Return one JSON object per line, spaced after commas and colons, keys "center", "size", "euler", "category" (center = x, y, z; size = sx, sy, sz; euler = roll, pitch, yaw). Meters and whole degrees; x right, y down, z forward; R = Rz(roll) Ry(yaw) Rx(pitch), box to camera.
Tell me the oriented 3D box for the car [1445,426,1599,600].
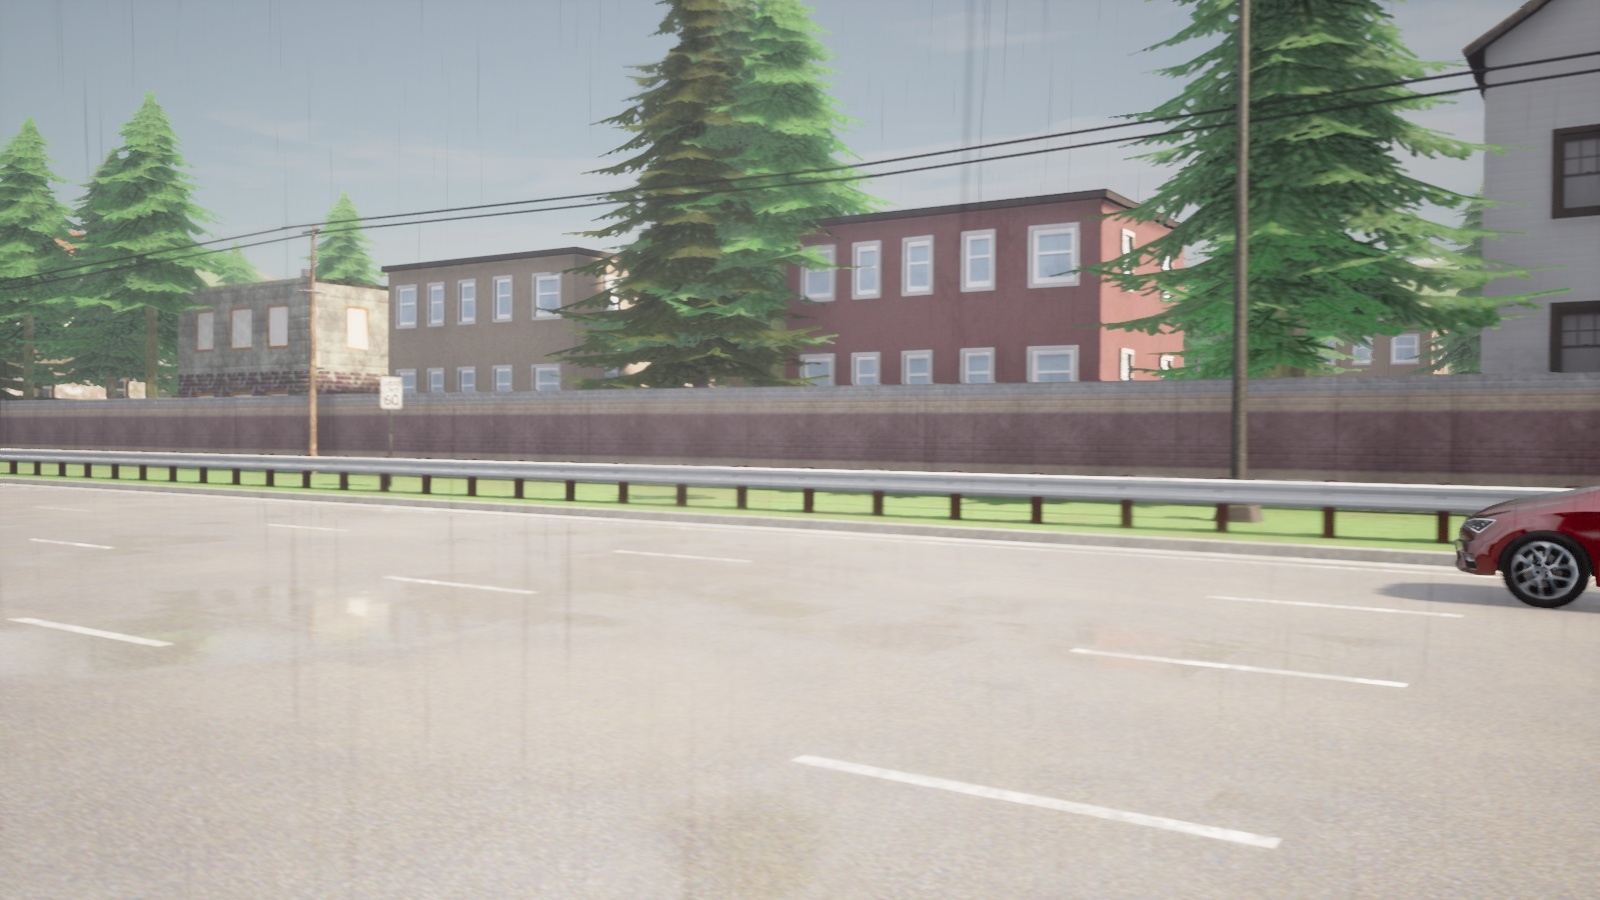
{"center": [8.049, 0.518, 10.881], "size": [4.193, 1.474, 1.816], "euler": [0, 1, 34], "category": "car"}
